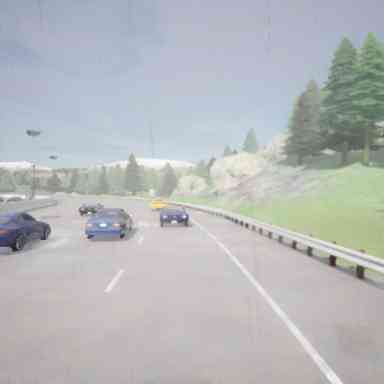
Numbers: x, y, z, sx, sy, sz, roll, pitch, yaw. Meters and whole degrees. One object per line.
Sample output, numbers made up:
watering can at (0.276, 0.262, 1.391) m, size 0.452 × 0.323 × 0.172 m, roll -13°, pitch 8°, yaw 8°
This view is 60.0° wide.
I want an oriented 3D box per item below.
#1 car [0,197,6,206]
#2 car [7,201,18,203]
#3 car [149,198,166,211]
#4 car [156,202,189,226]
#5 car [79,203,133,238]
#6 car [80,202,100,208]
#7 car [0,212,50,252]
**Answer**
car at (-33.831, 1.570, 57.656) m, size 1.837 × 1.490 × 4.892 m, roll 0°, pitch 0°, yaw -17°
car at (-29.659, 1.538, 56.000) m, size 1.882 × 1.535 × 5.008 m, roll 0°, pitch 0°, yaw -16°
car at (-4.168, 1.487, 41.061) m, size 1.882 × 1.535 × 5.008 m, roll 0°, pitch 0°, yaw -11°
car at (-1.353, 1.604, 23.295) m, size 1.895 × 1.301 × 4.718 m, roll 0°, pitch 0°, yaw -6°
car at (-4.281, 1.556, 17.669) m, size 2.033 × 1.411 × 5.357 m, roll 0°, pitch 0°, yaw -5°
car at (-9.710, 1.621, 32.557) m, size 1.895 × 1.301 × 4.718 m, roll 0°, pitch 0°, yaw -9°
car at (-7.516, 1.541, 13.826) m, size 1.812 × 1.442 × 4.674 m, roll 0°, pitch 0°, yaw -4°
